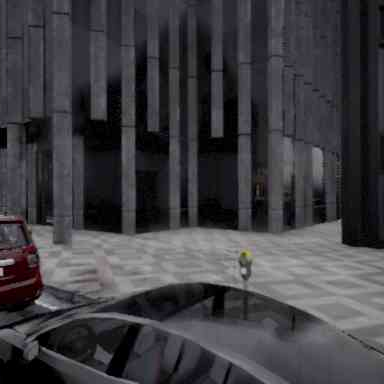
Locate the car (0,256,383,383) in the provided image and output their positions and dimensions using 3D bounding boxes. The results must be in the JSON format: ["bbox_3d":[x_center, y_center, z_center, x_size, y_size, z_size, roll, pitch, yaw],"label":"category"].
[{"bbox_3d":[-0.305,1.558,3.072,4.313,1.339,1.947,0,0,35],"label":"car"}]

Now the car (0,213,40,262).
[{"bbox_3d":[-4.882,1.283,6.339,5.009,1.841,2.192,0,0,35],"label":"car"}]
